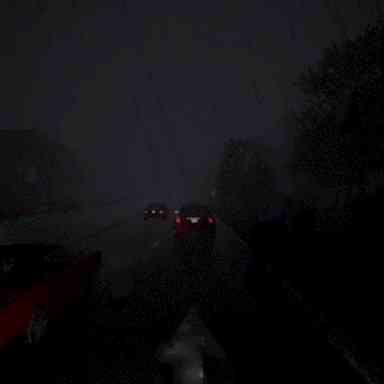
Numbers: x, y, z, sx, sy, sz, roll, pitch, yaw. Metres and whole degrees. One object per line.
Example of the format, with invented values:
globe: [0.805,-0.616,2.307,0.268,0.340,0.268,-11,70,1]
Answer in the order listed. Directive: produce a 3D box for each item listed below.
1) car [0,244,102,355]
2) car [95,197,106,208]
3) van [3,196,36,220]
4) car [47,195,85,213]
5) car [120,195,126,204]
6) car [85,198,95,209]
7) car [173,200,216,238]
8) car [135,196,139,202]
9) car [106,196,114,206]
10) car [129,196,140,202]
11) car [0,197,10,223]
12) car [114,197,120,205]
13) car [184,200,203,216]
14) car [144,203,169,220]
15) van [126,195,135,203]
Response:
car: [-3.144,1.631,6.200,1.895,1.301,4.718,0,0,0]
car: [-15.421,1.698,51.086,2.231,1.521,4.892,0,0,0]
van: [-15.393,1.360,28.865,1.878,1.987,4.442,0,0,0]
car: [-15.406,1.391,40.128,2.435,2.045,5.566,0,0,0]
car: [-15.440,1.819,67.783,2.002,1.452,4.674,0,0,0]
car: [-15.414,1.669,45.560,2.097,1.535,5.008,0,0,0]
car: [0.123,1.439,18.219,2.097,1.767,4.553,0,0,0]
car: [-15.461,1.891,84.326,2.163,1.488,4.792,0,0,0]
car: [-15.427,1.598,56.637,2.185,1.767,4.553,0,0,0]
car: [-15.485,1.929,89.822,2.002,1.452,4.674,-2,0,0]
car: [-15.387,1.434,23.487,2.185,1.767,4.553,0,0,0]
car: [-15.433,1.626,62.163,2.185,1.767,4.553,0,0,0]
car: [0.145,1.676,35.852,1.837,1.490,4.892,0,0,0]
car: [-3.113,1.688,29.529,2.033,1.411,5.357,0,0,0]
van: [-15.453,1.608,78.716,1.878,1.987,4.442,0,0,0]
